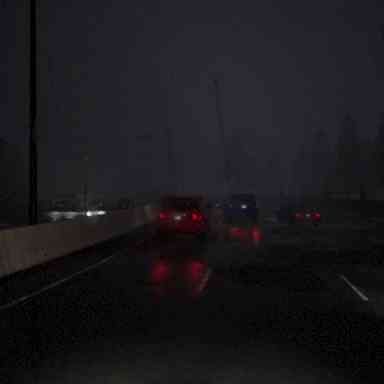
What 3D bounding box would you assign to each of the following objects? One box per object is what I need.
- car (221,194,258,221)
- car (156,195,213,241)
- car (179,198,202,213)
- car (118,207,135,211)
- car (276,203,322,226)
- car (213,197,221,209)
[{"bbox_3d":[3.723,1.140,26.093,2.150,2.045,5.566,0,0,1],"label":"car"},{"bbox_3d":[-0.296,1.170,16.587,2.150,2.045,5.566,0,0,6],"label":"car"},{"bbox_3d":[-0.232,1.433,37.242,2.033,1.411,5.357,0,0,-6],"label":"car"},{"bbox_3d":[-7.582,1.392,38.065,1.837,1.490,4.892,0,0,-7],"label":"car"},{"bbox_3d":[7.141,1.476,22.744,2.033,1.411,5.357,0,0,2],"label":"car"},{"bbox_3d":[2.618,1.370,42.104,1.837,1.490,4.892,0,-2,-7],"label":"car"}]
